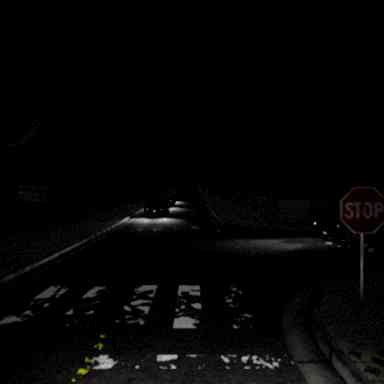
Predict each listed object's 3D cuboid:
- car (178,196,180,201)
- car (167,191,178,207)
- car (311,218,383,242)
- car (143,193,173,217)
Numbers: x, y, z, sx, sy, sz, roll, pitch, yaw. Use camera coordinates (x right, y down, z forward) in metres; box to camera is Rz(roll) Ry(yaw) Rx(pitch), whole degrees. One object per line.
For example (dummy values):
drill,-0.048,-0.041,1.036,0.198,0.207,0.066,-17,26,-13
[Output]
car,-2.882,0.593,47.766,1.812,1.442,4.674,0,2,0
car,-2.880,0.895,37.578,1.812,1.442,4.674,0,2,0
car,8.322,1.639,16.550,4.718,1.301,1.895,0,0,-23
car,-2.871,1.163,27.743,1.837,1.490,4.892,0,2,0
